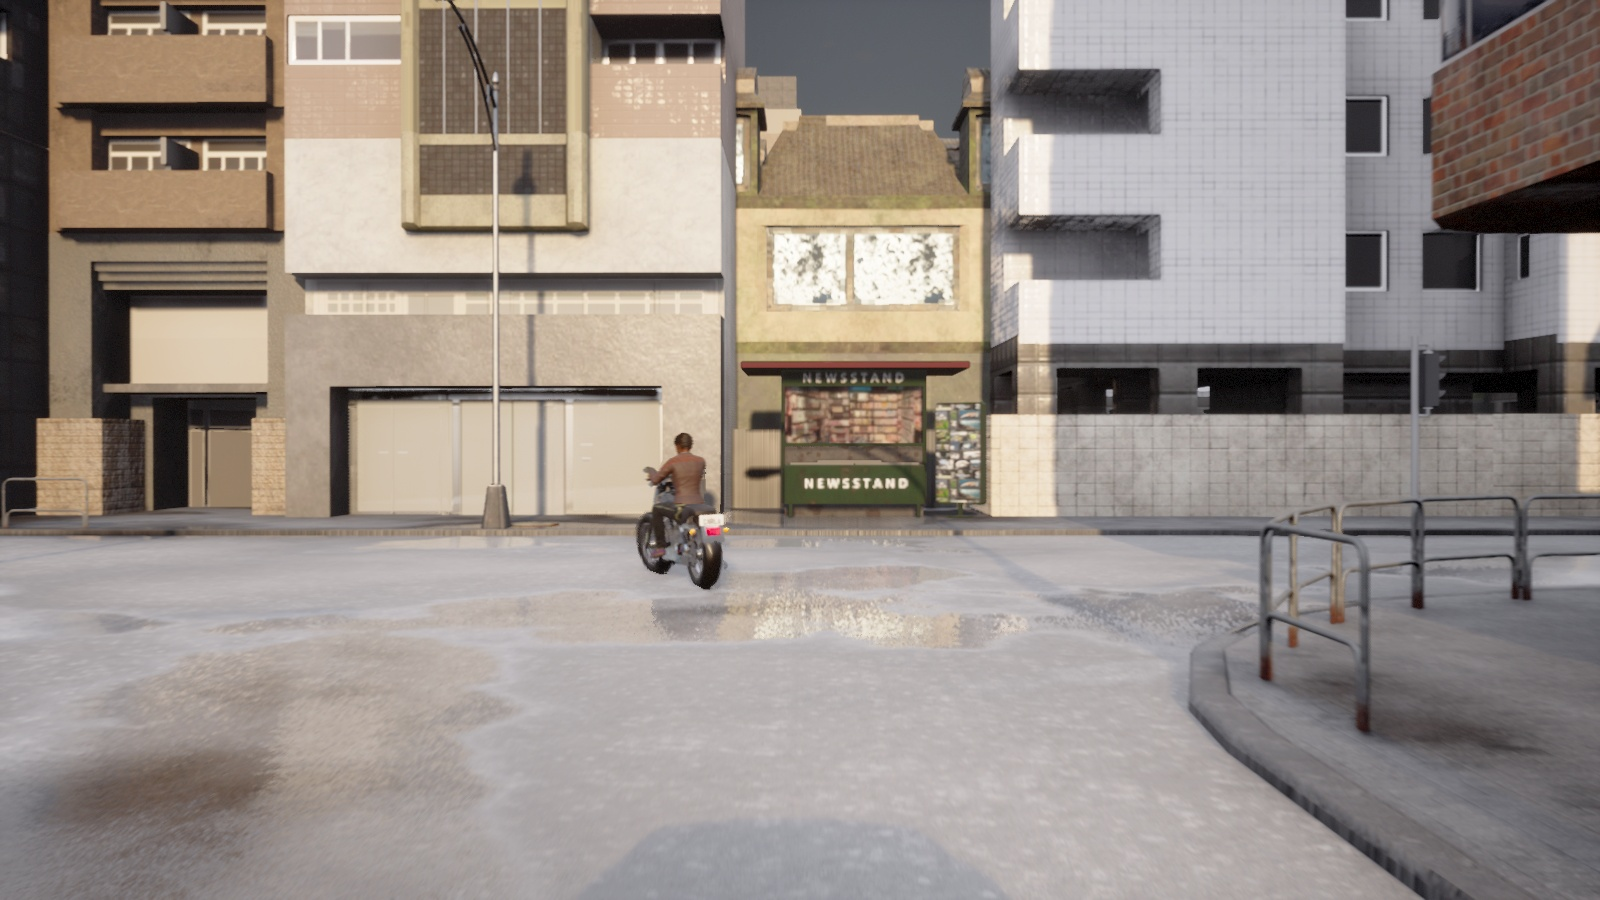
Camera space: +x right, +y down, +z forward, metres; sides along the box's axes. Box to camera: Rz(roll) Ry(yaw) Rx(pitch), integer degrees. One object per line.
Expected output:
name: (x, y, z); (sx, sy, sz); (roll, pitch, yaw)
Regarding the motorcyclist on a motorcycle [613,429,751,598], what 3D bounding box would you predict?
motorcyclist on a motorcycle: (-1.330, 0.619, 13.582); (0.766, 1.649, 2.350); (-1, 1, -23)
